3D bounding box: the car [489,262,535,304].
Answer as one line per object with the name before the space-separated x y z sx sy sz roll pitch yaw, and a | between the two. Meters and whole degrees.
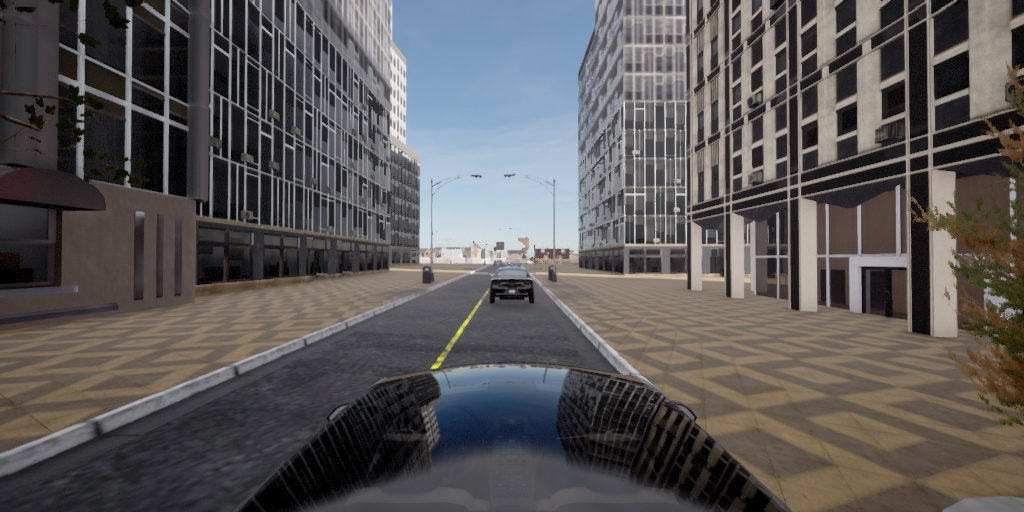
car | 0.000 1.238 16.501 1.882 1.535 5.008 0 0 0
